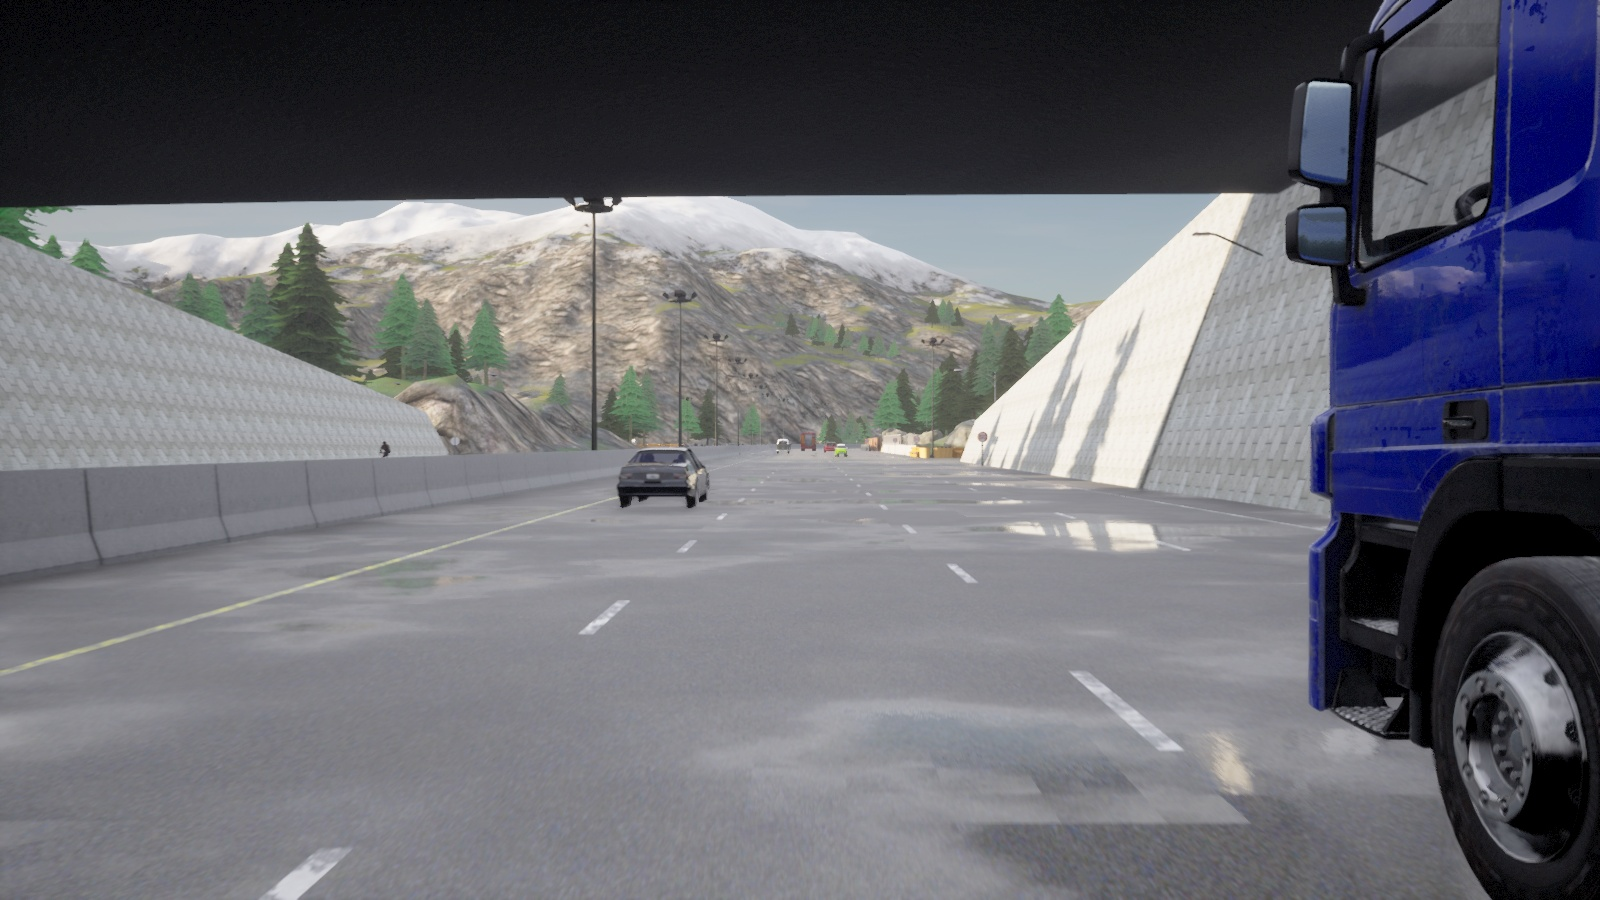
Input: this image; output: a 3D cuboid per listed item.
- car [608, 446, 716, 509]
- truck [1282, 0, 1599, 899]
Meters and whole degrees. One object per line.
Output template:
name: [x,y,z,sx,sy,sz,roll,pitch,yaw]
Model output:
car: [-3.298,0.617,30.963,2.033,1.411,5.357,0,0,0]
truck: [3.525,-0.241,1.487,2.891,3.462,7.936,0,0,0]
